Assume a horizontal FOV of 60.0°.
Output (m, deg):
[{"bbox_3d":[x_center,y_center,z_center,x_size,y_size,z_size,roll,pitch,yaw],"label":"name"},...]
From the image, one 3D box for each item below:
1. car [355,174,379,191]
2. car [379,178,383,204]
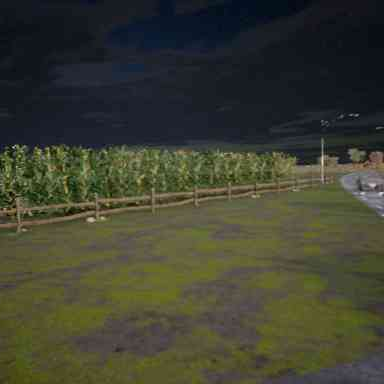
[{"bbox_3d":[16.043,-0.903,30.228,2.128,1.511,4.902,0,4,21],"label":"car"},{"bbox_3d":[10.852,-0.035,16.153,2.097,1.767,4.553,0,4,20],"label":"car"}]
